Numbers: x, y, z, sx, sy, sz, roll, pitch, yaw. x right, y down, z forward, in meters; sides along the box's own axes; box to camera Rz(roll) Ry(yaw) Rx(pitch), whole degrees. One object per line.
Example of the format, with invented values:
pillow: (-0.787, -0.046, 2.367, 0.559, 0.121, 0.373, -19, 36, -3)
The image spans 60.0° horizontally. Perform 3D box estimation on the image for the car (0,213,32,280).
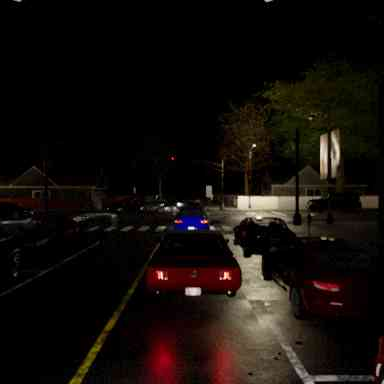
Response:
car: (-5.396, 1.440, 6.993, 1.967, 1.590, 4.097, 0, 0, 0)

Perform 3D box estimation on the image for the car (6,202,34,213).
car: (-16.282, 1.593, 28.792, 4.892, 1.490, 1.837, 0, 0, -1)

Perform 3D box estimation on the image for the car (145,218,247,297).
car: (0.041, 1.600, 8.539, 1.895, 1.301, 4.718, 0, 0, 0)

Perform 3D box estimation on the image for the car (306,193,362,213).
car: (15.130, 1.120, 35.524, 5.566, 2.045, 2.150, 0, 0, 0)

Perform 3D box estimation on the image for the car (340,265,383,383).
car: (2.639, 1.545, 1.492, 1.887, 1.381, 4.507, 0, 0, 0)

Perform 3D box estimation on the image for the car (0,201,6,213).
car: (-17.437, 1.602, 25.552, 4.892, 1.490, 1.837, 0, 0, 3)

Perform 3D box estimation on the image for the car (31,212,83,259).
car: (-5.407, 1.581, 12.512, 1.802, 1.307, 4.206, 0, 0, 0)

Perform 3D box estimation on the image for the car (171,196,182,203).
car: (-3.197, 1.537, 69.221, 2.128, 1.511, 4.902, 0, 0, 0)

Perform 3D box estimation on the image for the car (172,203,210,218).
car: (-0.029, 1.525, 17.596, 1.812, 1.442, 4.674, 0, 0, 0)

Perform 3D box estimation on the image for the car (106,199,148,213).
car: (-7.164, 1.516, 36.871, 1.837, 1.490, 4.892, 4, 4, 44)

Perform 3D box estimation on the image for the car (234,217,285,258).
car: (2.618, 1.565, 12.528, 1.947, 1.339, 4.313, 0, 0, 0)

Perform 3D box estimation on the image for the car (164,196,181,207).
car: (-3.213, 1.569, 51.418, 2.033, 1.411, 5.357, 0, 0, 0)

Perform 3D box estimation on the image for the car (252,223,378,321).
car: (2.629, 1.582, 7.010, 1.802, 1.307, 4.206, 0, 0, 0)
